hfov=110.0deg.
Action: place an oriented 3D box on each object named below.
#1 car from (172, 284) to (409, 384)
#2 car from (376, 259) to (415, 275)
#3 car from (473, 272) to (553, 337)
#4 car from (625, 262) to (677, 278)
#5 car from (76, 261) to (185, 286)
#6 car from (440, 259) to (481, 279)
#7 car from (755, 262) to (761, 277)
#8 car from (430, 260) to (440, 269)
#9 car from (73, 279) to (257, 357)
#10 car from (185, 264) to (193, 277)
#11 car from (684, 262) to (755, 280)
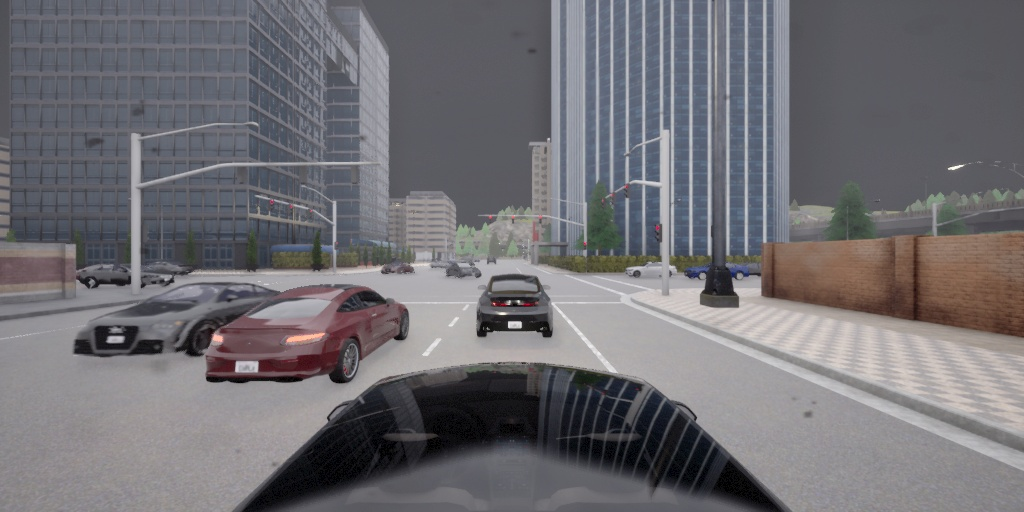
[{"bbox_3d":[-3.438,1.276,6.963,1.812,1.442,4.674,0,0,0],"label":"car"},{"bbox_3d":[-12.177,1.313,38.505,1.994,1.385,4.181,0,0,14],"label":"car"},{"bbox_3d":[0.063,1.255,10.229,1.837,1.490,4.892,0,0,0],"label":"car"},{"bbox_3d":[13.025,1.275,33.719,4.674,1.442,1.812,0,0,1],"label":"car"},{"bbox_3d":[-24.231,1.241,22.667,4.902,1.511,2.128,0,0,0],"label":"car"},{"bbox_3d":[-4.513,1.274,32.309,1.812,1.442,4.674,-1,0,-33],"label":"car"},{"bbox_3d":[22.612,1.296,33.824,5.357,1.411,2.033,0,0,-1],"label":"car"},{"bbox_3d":[-11.506,1.349,55.915,1.895,1.301,4.718,0,0,-1],"label":"car"},{"bbox_3d":[-7.116,1.314,8.424,1.994,1.385,4.181,0,0,0],"label":"car"},{"bbox_3d":[-32.574,1.240,33.302,4.902,1.511,2.128,0,0,0],"label":"car"},{"bbox_3d":[17.208,1.227,30.276,5.008,1.535,1.882,0,0,-1],"label":"car"}]
